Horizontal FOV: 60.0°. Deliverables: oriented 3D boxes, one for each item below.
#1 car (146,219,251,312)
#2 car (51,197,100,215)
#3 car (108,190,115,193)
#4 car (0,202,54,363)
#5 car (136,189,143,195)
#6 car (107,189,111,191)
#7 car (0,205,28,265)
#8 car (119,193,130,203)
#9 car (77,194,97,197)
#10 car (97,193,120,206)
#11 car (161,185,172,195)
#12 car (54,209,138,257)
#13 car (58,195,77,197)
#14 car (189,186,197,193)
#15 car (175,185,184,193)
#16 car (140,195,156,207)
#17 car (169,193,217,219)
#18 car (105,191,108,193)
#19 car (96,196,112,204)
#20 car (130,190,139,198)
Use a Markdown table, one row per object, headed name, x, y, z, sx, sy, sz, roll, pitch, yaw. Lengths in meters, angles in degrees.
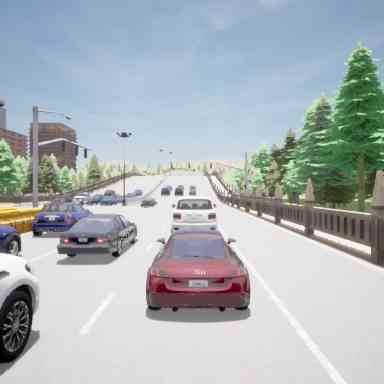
| name | x | y | z | sx | sy | sz | roll | pitch | yaw |
| --- | --- | --- | --- | --- | --- | --- | --- | --- | --- |
| car | 0.109 | 1.564 | 7.803 | 1.994 | 1.385 | 4.181 | 0 | 0 | 0 |
| car | -6.935 | 1.352 | 18.492 | 2.097 | 1.767 | 4.553 | 0 | 0 | -1 |
| car | -17.398 | 1.002 | 76.188 | 1.895 | 1.301 | 4.718 | 0 | 3 | 0 |
| car | -3.396 | 1.221 | 2.721 | 2.150 | 2.045 | 5.566 | 0 | 0 | 0 |
| car | -13.839 | 0.049 | 85.362 | 1.882 | 1.535 | 5.008 | 0 | 6 | 0 |
| car | -20.846 | 0.179 | 84.219 | 1.882 | 1.535 | 5.008 | 0 | 6 | 0 |
| car | -6.892 | 1.352 | 9.562 | 2.097 | 1.767 | 4.553 | 0 | 0 | 0 |
| car | -13.963 | 1.448 | 65.362 | 1.812 | 1.442 | 4.674 | 0 | 1 | 0 |
| car | -17.505 | 1.484 | 57.110 | 2.128 | 1.511 | 4.902 | 0 | 0 | 1 |
| car | -14.016 | 1.471 | 56.054 | 1.882 | 1.535 | 5.008 | 0 | 0 | 0 |
| car | -6.831 | -0.331 | 86.533 | 2.150 | 2.045 | 5.566 | 0 | 7 | 0 |
| car | -3.394 | 1.547 | 12.912 | 2.033 | 1.411 | 5.357 | 0 | 0 | 0 |
| car | -21.081 | 1.351 | 54.206 | 2.097 | 1.767 | 4.553 | 0 | 0 | 2 |
| car | 0.168 | -0.022 | 86.368 | 2.128 | 1.511 | 4.902 | 0 | 7 | 0 |
| car | -3.334 | -0.282 | 85.970 | 2.150 | 2.045 | 5.566 | 0 | 7 | 0 |
| car | -6.610 | 1.545 | 50.968 | 2.033 | 1.411 | 5.357 | 0 | 0 | -1 |
| car | 0.115 | 1.222 | 17.210 | 2.150 | 2.045 | 5.566 | 0 | 0 | 0 |
| car | -20.914 | 1.101 | 73.879 | 2.033 | 1.411 | 5.357 | 0 | 3 | 0 |
| car | -17.444 | 1.499 | 66.244 | 1.895 | 1.301 | 4.718 | 0 | 2 | 0 |
| car | -13.905 | 0.943 | 75.236 | 1.882 | 1.535 | 5.008 | 0 | 3 | 0 |
